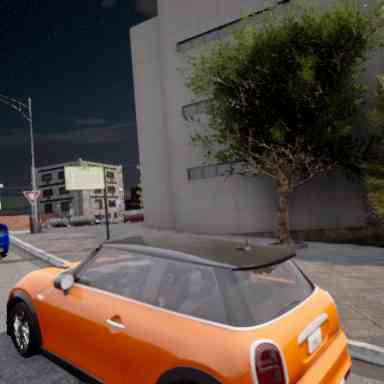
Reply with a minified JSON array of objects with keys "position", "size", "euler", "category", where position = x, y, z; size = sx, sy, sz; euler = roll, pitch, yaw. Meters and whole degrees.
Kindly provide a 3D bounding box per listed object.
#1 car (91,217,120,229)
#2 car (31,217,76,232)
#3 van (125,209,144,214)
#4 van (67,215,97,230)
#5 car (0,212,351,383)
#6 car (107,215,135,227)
[{"position":[-14.969,5.356,57.516],"size":[4.553,1.767,2.185],"euler":[-6,-7,24],"category":"car"},{"position":[-17.282,4.002,41.704],"size":[2.128,1.511,4.902],"euler":[-7,-5,26],"category":"car"},{"position":[-7.025,3.353,45.166],"size":[4.442,1.987,1.878],"euler":[-6,-7,24],"category":"van"},{"position":[-17.405,4.828,52.536],"size":[4.442,1.987,1.878],"euler":[-6,-7,24],"category":"van"},{"position":[-0.538,1.341,4.343],"size":[4.553,1.767,2.097],"euler":[0,0,39],"category":"car"},{"position":[-11.462,4.754,54.279],"size":[2.097,1.767,4.553],"euler":[-7,-7,24],"category":"car"}]
